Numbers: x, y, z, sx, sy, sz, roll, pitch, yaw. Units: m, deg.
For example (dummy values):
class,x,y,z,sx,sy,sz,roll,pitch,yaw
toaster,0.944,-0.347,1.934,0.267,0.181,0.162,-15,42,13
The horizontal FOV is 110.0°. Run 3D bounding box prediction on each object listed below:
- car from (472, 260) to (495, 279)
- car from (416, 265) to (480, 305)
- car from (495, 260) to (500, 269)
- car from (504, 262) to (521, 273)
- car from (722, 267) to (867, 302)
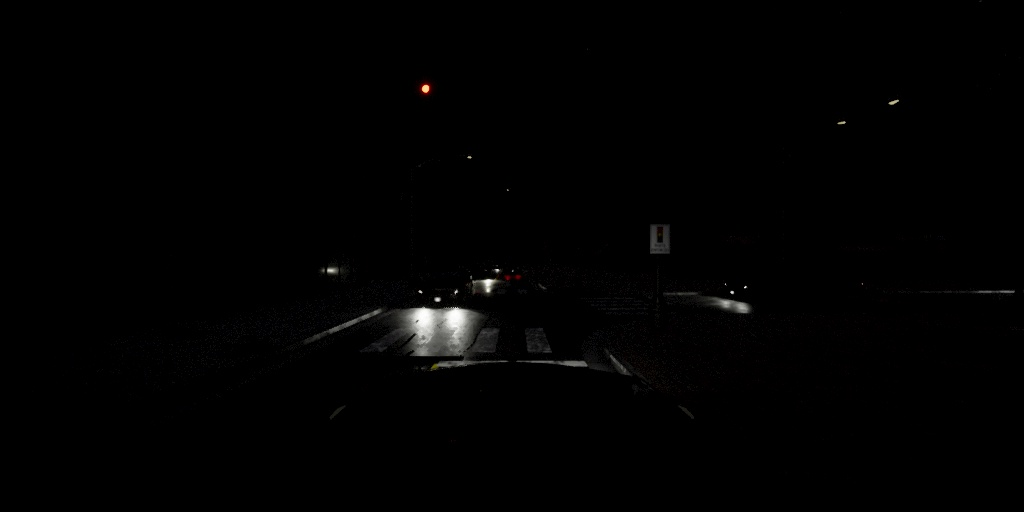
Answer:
class,x,y,z,sx,sy,sz,roll,pitch,yaw
car,-2.865,1.234,33.078,1.882,1.535,5.008,0,0,0
car,-2.858,1.297,16.454,2.033,1.411,5.357,0,0,0
car,-2.843,1.327,55.998,2.033,1.411,5.357,0,0,0
car,0.077,1.364,42.217,1.895,1.301,4.718,0,0,0
car,12.451,1.217,15.951,5.357,1.411,2.033,0,0,0
